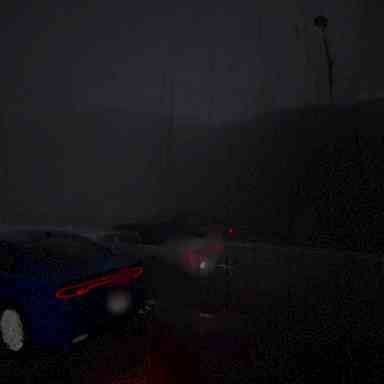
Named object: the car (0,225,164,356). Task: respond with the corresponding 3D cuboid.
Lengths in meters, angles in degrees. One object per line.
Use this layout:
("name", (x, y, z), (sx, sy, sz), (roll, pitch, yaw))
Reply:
("car", (-3.114, 1.436, 6.044), (5.008, 1.535, 1.882), (0, 0, 33))

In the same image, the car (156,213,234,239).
("car", (-0.877, 1.474, 12.975), (4.718, 1.301, 1.895), (0, 1, 32))

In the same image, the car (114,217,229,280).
("car", (-1.593, 1.516, 9.300), (4.718, 1.301, 1.895), (0, 1, 32))
